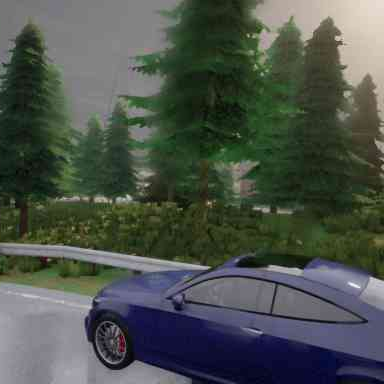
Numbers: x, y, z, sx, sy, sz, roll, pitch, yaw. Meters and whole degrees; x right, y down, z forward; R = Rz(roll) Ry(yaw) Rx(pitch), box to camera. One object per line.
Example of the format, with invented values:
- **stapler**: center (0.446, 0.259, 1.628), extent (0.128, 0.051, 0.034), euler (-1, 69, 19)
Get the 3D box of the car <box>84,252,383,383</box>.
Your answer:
- **car**: center (0.779, 1.499, 4.083), extent (4.674, 1.442, 1.812), euler (1, 1, 31)
